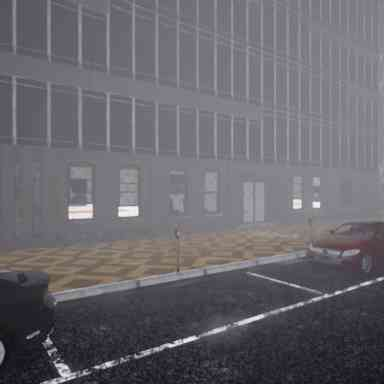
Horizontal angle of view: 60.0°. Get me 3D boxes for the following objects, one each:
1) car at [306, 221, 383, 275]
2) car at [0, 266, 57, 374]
[{"bbox_3d":[5.358,1.580,10.384,4.206,1.307,1.802,0,0,-36],"label":"car"},{"bbox_3d":[-3.908,1.551,3.771,4.403,1.369,2.008,0,0,-36],"label":"car"}]
